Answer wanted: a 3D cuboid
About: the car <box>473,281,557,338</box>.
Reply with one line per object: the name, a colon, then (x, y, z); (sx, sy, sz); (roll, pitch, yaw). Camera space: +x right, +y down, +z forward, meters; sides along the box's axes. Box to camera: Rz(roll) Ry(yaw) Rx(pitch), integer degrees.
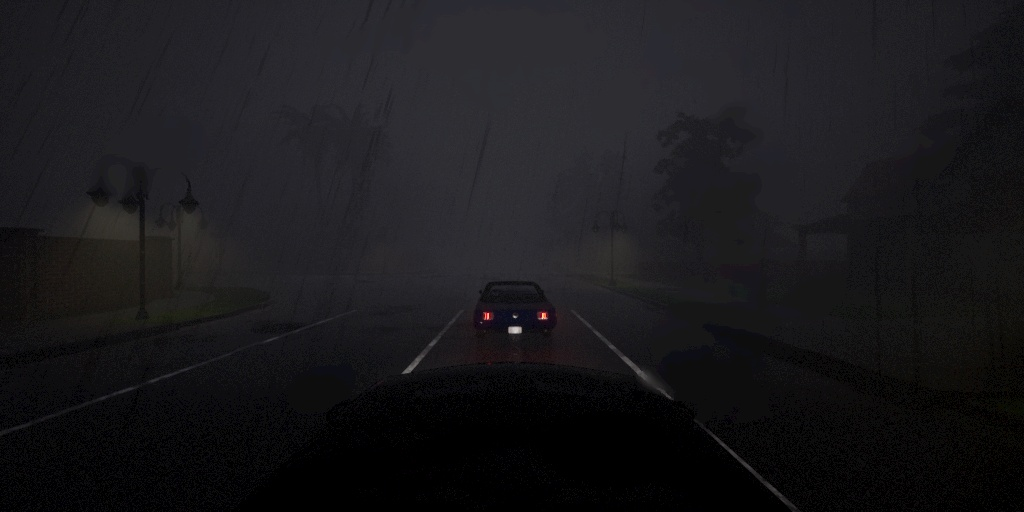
car: (-0.010, 1.350, 10.144); (1.895, 1.301, 4.718); (0, 0, -2)
